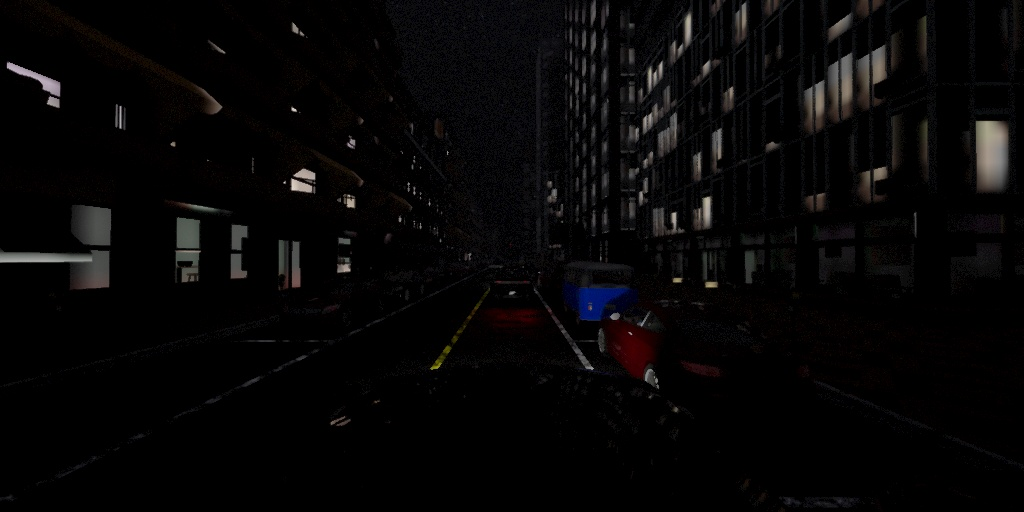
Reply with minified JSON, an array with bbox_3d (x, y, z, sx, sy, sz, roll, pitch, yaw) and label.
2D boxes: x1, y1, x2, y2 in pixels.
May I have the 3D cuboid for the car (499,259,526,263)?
[{"bbox_3d":[0.000,1.284,31.502,1.837,1.490,4.892,0,0,0],"label":"car"}]

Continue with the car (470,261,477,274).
[{"bbox_3d":[-5.315,1.214,38.867,1.967,1.591,4.097,0,0,0],"label":"car"}]

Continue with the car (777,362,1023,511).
[{"bbox_3d":[2.566,1.330,0.128,1.802,1.307,4.207,0,0,0],"label":"car"}]

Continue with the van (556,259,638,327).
[{"bbox_3d":[2.566,1.092,11.197,1.690,1.789,3.998,0,0,0],"label":"van"}]

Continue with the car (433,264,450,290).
[{"bbox_3d":[-5.315,1.340,22.260,1.802,1.307,4.207,0,0,0],"label":"car"}]

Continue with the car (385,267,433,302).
[{"bbox_3d":[-5.315,1.305,16.723,2.007,1.370,4.403,0,0,0],"label":"car"}]

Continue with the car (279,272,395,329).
[{"bbox_3d":[-5.315,1.334,11.187,1.802,1.307,4.207,0,0,0],"label":"car"}]

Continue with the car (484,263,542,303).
[{"bbox_3d":[0.000,1.251,16.501,2.128,1.511,4.902,0,0,0],"label":"car"}]

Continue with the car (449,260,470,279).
[{"bbox_3d":[-5.315,1.313,33.332,1.888,1.381,4.507,0,0,0],"label":"car"}]

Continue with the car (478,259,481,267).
[{"bbox_3d":[-5.315,1.326,44.404,1.888,1.381,4.507,0,0,0],"label":"car"}]

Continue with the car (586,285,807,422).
[{"bbox_3d":[2.566,1.331,5.664,1.802,1.307,4.207,0,0,0],"label":"car"}]

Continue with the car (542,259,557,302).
[{"bbox_3d":[2.566,1.069,16.733,2.192,1.841,5.009,0,0,0],"label":"car"}]

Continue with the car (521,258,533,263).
[{"bbox_3d":[2.566,1.366,55.482,1.948,1.339,4.313,0,0,0],"label":"car"}]
